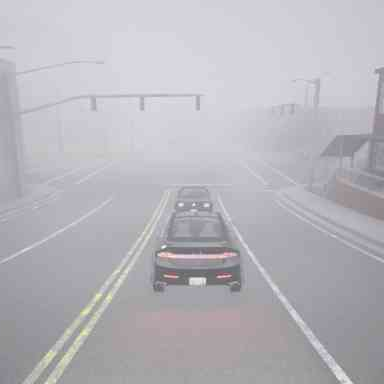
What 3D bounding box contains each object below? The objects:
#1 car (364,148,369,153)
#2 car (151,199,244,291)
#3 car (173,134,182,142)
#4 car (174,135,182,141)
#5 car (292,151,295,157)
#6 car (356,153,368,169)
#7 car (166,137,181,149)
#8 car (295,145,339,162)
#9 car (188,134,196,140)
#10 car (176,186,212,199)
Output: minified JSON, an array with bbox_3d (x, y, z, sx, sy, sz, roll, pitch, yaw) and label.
[{"bbox_3d":[26.324,-5.607,44.845,5.566,2.045,2.150,0,12,0],"label":"car"},{"bbox_3d":[0.104,1.221,8.332,2.128,1.511,4.902,0,4,0],"label":"car"},{"bbox_3d":[-3.449,-12.831,79.003,1.837,1.490,4.892,0,12,0],"label":"car"},{"bbox_3d":[-3.456,-10.615,69.173,1.994,1.385,4.181,0,12,0],"label":"car"},{"bbox_3d":[15.997,-5.487,44.913,4.553,1.767,2.097,0,12,0],"label":"car"},{"bbox_3d":[19.411,-2.979,34.497,4.181,1.385,1.994,0,12,0],"label":"car"},{"bbox_3d":[-3.532,-8.503,59.350,1.837,1.490,4.892,0,12,0],"label":"car"},{"bbox_3d":[15.829,-4.735,41.495,4.553,1.767,2.097,0,12,0],"label":"car"},{"bbox_3d":[0.054,-14.131,85.158,1.994,1.385,4.181,0,12,0],"label":"car"},{"bbox_3d":[0.096,0.329,18.035,1.895,1.301,4.718,0,8,0],"label":"car"}]
